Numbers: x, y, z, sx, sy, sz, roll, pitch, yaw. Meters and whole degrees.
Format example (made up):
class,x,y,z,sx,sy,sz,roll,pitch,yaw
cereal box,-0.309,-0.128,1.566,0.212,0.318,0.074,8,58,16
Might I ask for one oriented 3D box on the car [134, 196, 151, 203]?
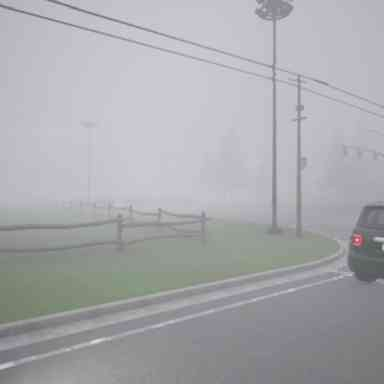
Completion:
class,x,y,z,sx,sy,sz,roll,pitch,yaw
car,-11.242,1.580,74.960,1.812,1.442,4.674,0,0,-35

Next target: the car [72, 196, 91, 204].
class,x,y,z,sx,sy,sz,roll,pitch,yaw
car,-22.644,1.573,66.837,2.033,1.411,5.357,0,0,-35

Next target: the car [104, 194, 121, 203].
class,x,y,z,sx,sy,sz,roll,pitch,yaw
car,-17.061,1.400,71.070,2.097,1.767,4.553,0,0,-35

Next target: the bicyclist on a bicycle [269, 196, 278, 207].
class,x,y,z,sx,sy,sz,roll,pitch,yaw
bicyclist on a bicycle,12.086,1.365,49.103,0.582,1.620,1.656,0,0,42

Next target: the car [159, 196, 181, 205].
class,x,y,z,sx,sy,sz,roll,pitch,yaw
car,-4.666,1.540,59.689,2.128,1.511,4.902,0,0,-35

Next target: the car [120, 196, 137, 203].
class,x,y,z,sx,sy,sz,roll,pitch,yaw
car,-13.949,1.574,72.726,1.812,1.442,4.674,0,0,-35

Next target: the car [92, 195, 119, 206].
class,x,y,z,sx,sy,sz,roll,pitch,yaw
car,-14.416,1.511,55.301,1.882,1.535,5.008,0,-1,-35

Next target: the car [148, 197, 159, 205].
class,x,y,z,sx,sy,sz,roll,pitch,yaw
car,-8.172,1.549,58.591,1.837,1.490,4.892,0,0,-35

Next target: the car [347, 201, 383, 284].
class,x,y,z,sx,sy,sz,roll,pitch,yaw
car,6.088,1.239,8.578,5.566,2.045,2.150,0,0,-41

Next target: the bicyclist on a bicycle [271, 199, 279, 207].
class,x,y,z,sx,sy,sz,roll,pitch,yaw
bicyclist on a bicycle,12.233,1.365,48.558,1.656,1.620,0.582,0,0,-45

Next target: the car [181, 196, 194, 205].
class,x,y,z,sx,sy,sz,roll,pitch,yaw
car,-1.461,1.562,61.216,1.837,1.490,4.892,0,0,-35

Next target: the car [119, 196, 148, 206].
class,x,y,z,sx,sy,sz,roll,pitch,yaw
car,-9.645,1.531,54.601,2.128,1.511,4.902,0,0,-35
